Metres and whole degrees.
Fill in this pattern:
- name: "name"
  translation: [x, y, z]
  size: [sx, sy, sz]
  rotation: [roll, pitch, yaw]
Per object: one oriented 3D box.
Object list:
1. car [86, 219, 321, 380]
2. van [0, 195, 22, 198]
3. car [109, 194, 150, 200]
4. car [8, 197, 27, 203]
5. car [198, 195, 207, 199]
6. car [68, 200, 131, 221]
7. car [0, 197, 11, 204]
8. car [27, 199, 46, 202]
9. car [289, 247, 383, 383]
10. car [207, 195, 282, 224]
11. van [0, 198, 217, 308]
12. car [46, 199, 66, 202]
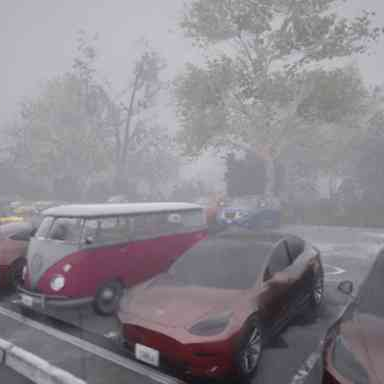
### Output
- name: "car"
  translation: [0.857, 1.501, 5.850]
  size: [2.163, 1.488, 4.792]
  rotation: [0, 0, 35]
- name: "van"
  translation: [-21.219, 1.301, 37.770]
  size: [1.878, 1.987, 4.442]
  rotation: [0, 0, 35]
- name: "car"
  translation: [-5.413, 1.224, 26.354]
  size: [2.435, 2.045, 5.566]
  rotation: [0, 0, 35]
- name: "car"
  translation: [-14.584, 1.501, 32.679]
  size: [1.946, 1.575, 5.366]
  rotation: [0, 0, 35]
- name: "car"
  translation: [1.397, 1.217, 21.513]
  size: [2.435, 2.045, 5.566]
  rotation: [0, 0, 35]
- name: "car"
  translation: [-7.648, 1.511, 28.012]
  size: [2.163, 1.488, 4.792]
  rotation: [0, 0, 35]
- name: "car"
  translation: [-16.747, 1.551, 34.442]
  size: [2.002, 1.452, 4.674]
  rotation: [0, 0, 35]
- name: "car"
  translation: [-12.209, 1.496, 31.211]
  size: [2.097, 1.535, 5.008]
  rotation: [0, 0, 35]
- name: "car"
  translation: [3.142, 1.503, 4.226]
  size: [2.163, 1.488, 4.792]
  rotation: [0, 0, 35]
- name: "car"
  translation: [3.567, 1.219, 19.971]
  size: [2.435, 2.045, 5.566]
  rotation: [0, 0, 35]
- name: "van"
  translation: [-1.479, 1.245, 7.402]
  size: [1.878, 1.987, 4.442]
  rotation: [0, 0, 35]
- name: "car"
  translation: [-9.952, 1.518, 29.578]
  size: [2.163, 1.488, 4.792]
  rotation: [0, 0, 35]
